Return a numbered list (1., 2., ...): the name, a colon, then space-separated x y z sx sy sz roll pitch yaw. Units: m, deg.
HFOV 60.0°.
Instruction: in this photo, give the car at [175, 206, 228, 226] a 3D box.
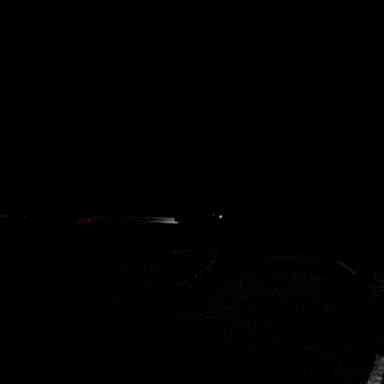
1. car: 0.626 1.722 24.798 1.994 1.385 4.181 1 -1 -44
